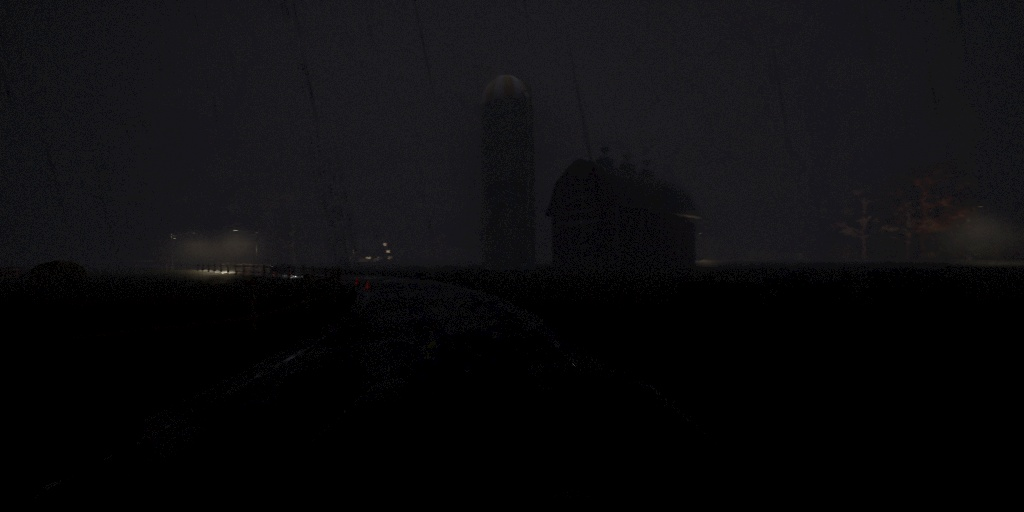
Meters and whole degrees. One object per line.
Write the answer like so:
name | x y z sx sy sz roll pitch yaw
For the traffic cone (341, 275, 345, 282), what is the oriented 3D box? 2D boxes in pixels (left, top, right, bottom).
traffic cone | -14.774 1.941 31.411 0.340 0.580 0.340 0 0 -40

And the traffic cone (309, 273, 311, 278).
traffic cone | -21.537 2.039 38.070 0.340 0.580 0.340 0 0 39

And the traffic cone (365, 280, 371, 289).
traffic cone | -9.465 1.862 23.543 0.340 0.580 0.340 0 0 -28

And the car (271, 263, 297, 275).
car | -30.518 1.656 47.910 4.902 1.511 2.128 -1 1 39

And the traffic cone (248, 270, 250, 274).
traffic cone | -37.136 2.226 50.579 0.340 0.580 0.340 0 0 39

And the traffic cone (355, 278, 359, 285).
traffic cone | -11.923 1.899 27.610 0.340 0.580 0.340 0 0 -34

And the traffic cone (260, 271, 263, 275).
traffic cone | -33.234 2.182 47.451 0.340 0.580 0.340 0 0 39

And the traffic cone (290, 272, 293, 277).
traffic cone | -25.433 2.089 41.195 0.340 0.580 0.340 0 0 39

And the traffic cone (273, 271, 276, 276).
traffic cone | -29.334 2.137 44.323 0.340 0.580 0.340 0 0 39
